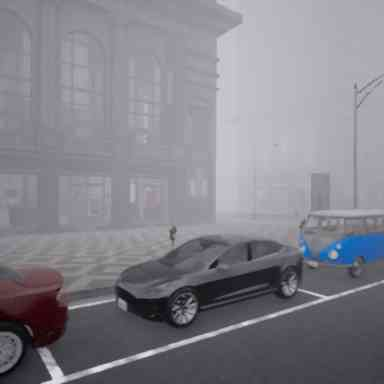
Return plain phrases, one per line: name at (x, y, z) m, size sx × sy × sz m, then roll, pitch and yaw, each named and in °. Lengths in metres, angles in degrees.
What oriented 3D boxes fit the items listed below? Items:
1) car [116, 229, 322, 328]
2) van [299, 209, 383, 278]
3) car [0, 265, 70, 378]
car at (0.569, 1.607, 7.058) m, size 4.313 × 1.339 × 1.947 m, roll 1°, pitch -1°, yaw -36°
van at (4.976, 1.433, 10.204) m, size 3.998 × 1.788 × 1.690 m, roll 1°, pitch -1°, yaw -36°
car at (-3.837, 1.536, 3.914) m, size 4.507 × 1.381 × 1.887 m, roll 1°, pitch -1°, yaw -36°
